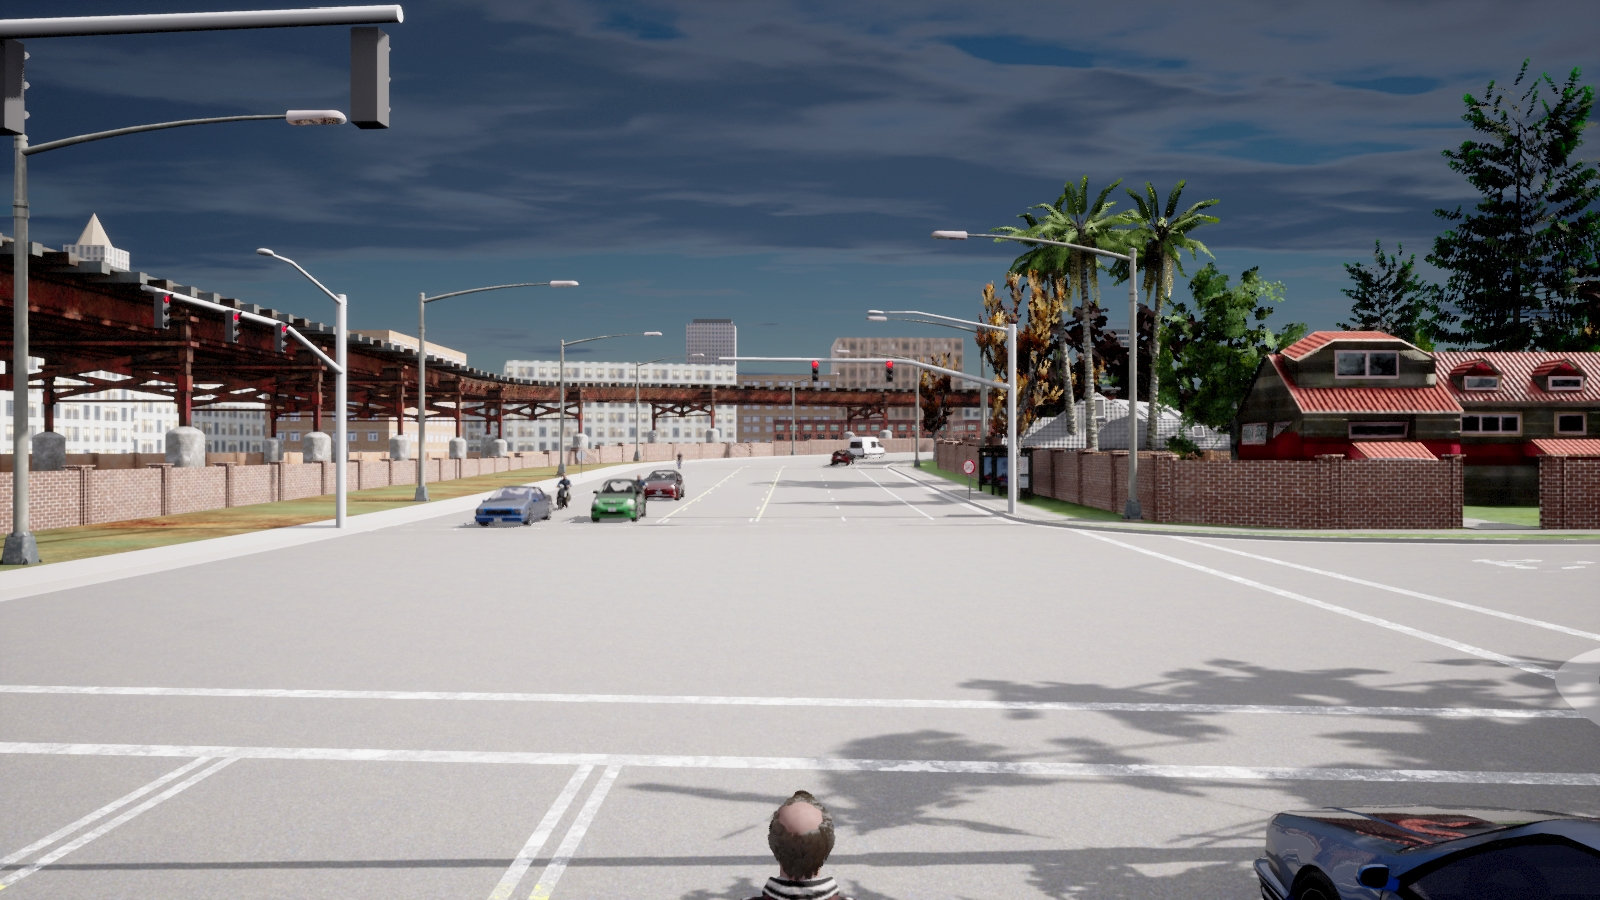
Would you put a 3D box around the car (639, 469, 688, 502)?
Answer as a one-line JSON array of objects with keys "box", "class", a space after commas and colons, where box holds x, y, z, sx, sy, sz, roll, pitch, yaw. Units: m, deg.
[{"box": [-7.040, 1.808, 59.189, 2.007, 1.525, 4.514, 0, 1, 0], "class": "car"}]

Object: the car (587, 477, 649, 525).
[{"box": [-6.968, 1.929, 44.054, 1.851, 1.617, 3.988, 0, 0, -2], "class": "car"}]

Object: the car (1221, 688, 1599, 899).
[{"box": [3.467, 2.106, 4.038, 2.033, 1.411, 5.357, 0, 0, 1], "class": "car"}]

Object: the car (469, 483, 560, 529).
[{"box": [-10.520, 2.046, 42.525, 2.033, 1.411, 5.357, 0, 0, 0], "class": "car"}]

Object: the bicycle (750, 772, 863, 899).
[{"box": [0.019, 2.048, 3.681, 0.329, 1.496, 1.835, 0, 0, 0], "class": "bicycle"}]

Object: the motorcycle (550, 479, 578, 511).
[{"box": [-10.511, 1.998, 50.861, 0.856, 1.341, 1.805, 0, 0, 0], "class": "motorcycle"}]

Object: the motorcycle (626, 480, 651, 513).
[{"box": [-7.046, 2.005, 49.895, 0.856, 1.341, 1.805, 0, 0, 0], "class": "motorcycle"}]
